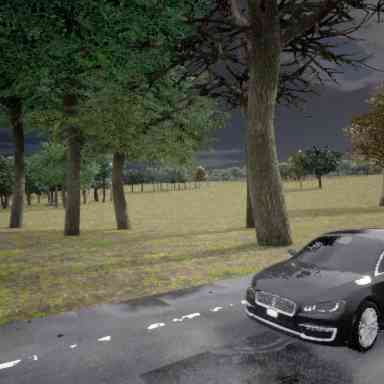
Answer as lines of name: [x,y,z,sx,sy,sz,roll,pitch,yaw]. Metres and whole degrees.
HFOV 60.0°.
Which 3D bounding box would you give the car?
car: [3.139,1.499,6.230,4.892,1.490,1.837,0,0,-35]
